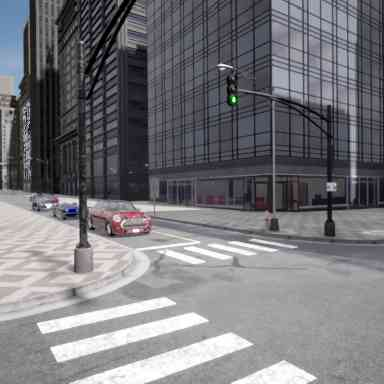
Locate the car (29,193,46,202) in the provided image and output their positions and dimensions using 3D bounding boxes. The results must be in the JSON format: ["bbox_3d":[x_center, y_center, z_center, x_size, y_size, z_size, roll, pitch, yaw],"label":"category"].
[{"bbox_3d":[-26.107,0.881,56.059,1.837,1.490,4.892,-1,1,-34],"label":"car"}]

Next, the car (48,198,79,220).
[{"bbox_3d":[-9.605,1.389,26.081,1.895,1.301,4.718,-1,1,-34],"label":"car"}]

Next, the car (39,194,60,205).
[{"bbox_3d":[-20.554,1.060,47.894,1.994,1.385,4.181,-1,1,-34],"label":"car"}]

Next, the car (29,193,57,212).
[{"bbox_3d":[-15.427,1.177,34.672,2.128,1.511,4.902,-1,1,-34],"label":"car"}]

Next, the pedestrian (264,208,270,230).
[{"bbox_3d":[3.897,1.372,17.288,0.500,1.100,0.500,0,0,-34],"label":"pedestrian"}]

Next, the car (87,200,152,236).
[{"bbox_3d":[-3.927,1.233,17.701,2.097,1.767,4.553,-1,1,-34],"label":"car"}]
